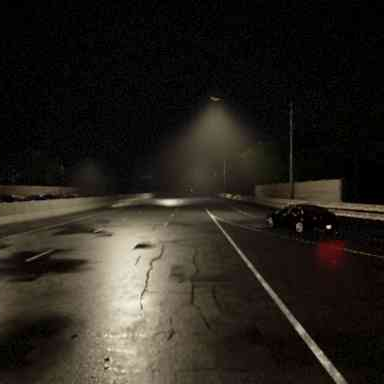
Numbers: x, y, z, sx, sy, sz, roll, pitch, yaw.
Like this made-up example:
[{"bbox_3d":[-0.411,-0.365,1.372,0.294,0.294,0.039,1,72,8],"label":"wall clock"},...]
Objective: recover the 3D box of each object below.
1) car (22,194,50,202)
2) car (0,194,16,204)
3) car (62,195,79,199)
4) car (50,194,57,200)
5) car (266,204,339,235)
[{"bbox_3d":[-24.602,1.241,51.937,1.882,1.535,5.008,0,0,0],"label":"car"},{"bbox_3d":[-28.112,1.128,49.212,2.097,1.767,4.553,0,0,0],"label":"car"},{"bbox_3d":[-24.612,1.290,67.442,1.895,1.301,4.718,0,0,0],"label":"car"},{"bbox_3d":[-28.100,1.205,64.961,1.837,1.490,4.892,0,0,0],"label":"car"},{"bbox_3d":[5.874,1.431,18.265,1.837,1.490,4.892,-1,0,-17],"label":"car"}]
